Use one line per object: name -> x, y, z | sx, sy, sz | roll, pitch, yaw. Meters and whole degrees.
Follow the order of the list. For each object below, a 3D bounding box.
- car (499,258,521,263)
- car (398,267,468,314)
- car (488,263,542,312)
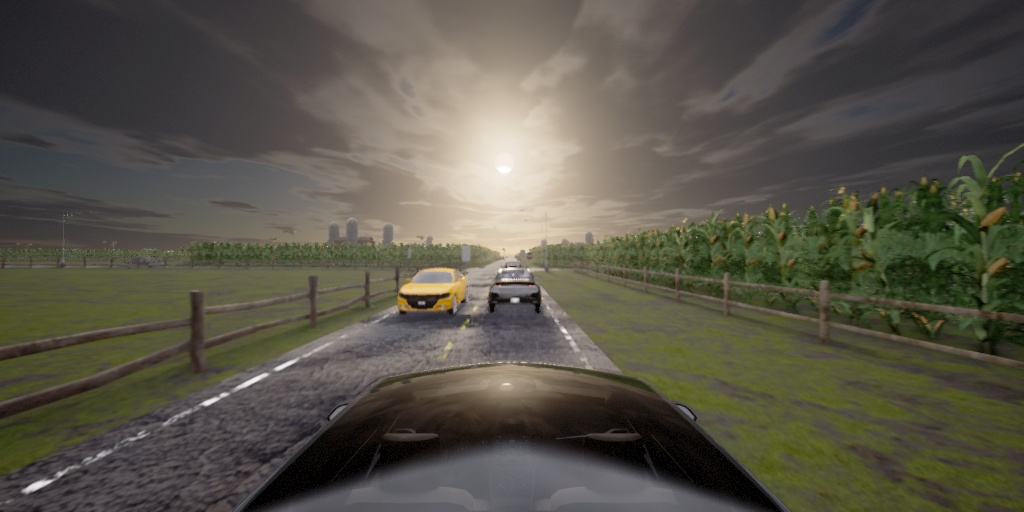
car -> 0.097, 1.196, 30.289 | 1.837, 1.490, 4.892 | 0, 0, 0
car -> -2.850, 1.205, 13.785 | 1.882, 1.535, 5.008 | 0, 0, 0
car -> 0.099, 1.218, 14.061 | 2.128, 1.511, 4.902 | 0, 0, 0
